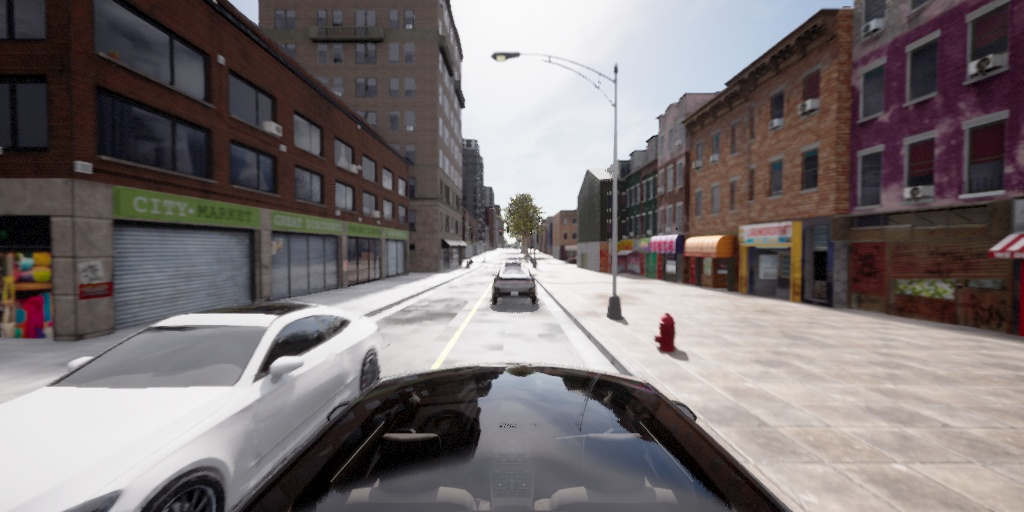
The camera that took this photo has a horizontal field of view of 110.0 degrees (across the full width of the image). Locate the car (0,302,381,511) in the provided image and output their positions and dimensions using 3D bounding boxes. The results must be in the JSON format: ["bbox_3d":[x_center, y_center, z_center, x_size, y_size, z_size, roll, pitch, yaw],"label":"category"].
[{"bbox_3d":[-2.843,1.275,3.654,1.812,1.442,4.674,0,0,0],"label":"car"}]

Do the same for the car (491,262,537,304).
[{"bbox_3d":[0.098,1.212,16.097,2.128,1.511,4.902,0,0,0],"label":"car"}]

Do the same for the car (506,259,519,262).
[{"bbox_3d":[0.098,1.068,41.206,2.128,1.511,4.902,0,1,0],"label":"car"}]
